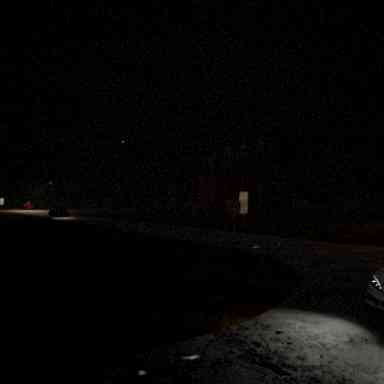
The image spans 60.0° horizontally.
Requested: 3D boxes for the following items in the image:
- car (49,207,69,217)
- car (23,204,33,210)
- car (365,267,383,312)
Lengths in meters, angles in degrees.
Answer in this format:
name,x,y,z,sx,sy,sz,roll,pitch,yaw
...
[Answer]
name,x,y,z,sx,sy,sz,roll,pitch,yaw
car,-19.729,2.991,49.110,2.033,1.411,5.357,2,-3,-35
car,-42.224,3.805,85.564,1.882,1.535,5.008,2,-2,-35
car,5.431,1.647,6.757,4.674,1.442,1.812,1,-1,-35
